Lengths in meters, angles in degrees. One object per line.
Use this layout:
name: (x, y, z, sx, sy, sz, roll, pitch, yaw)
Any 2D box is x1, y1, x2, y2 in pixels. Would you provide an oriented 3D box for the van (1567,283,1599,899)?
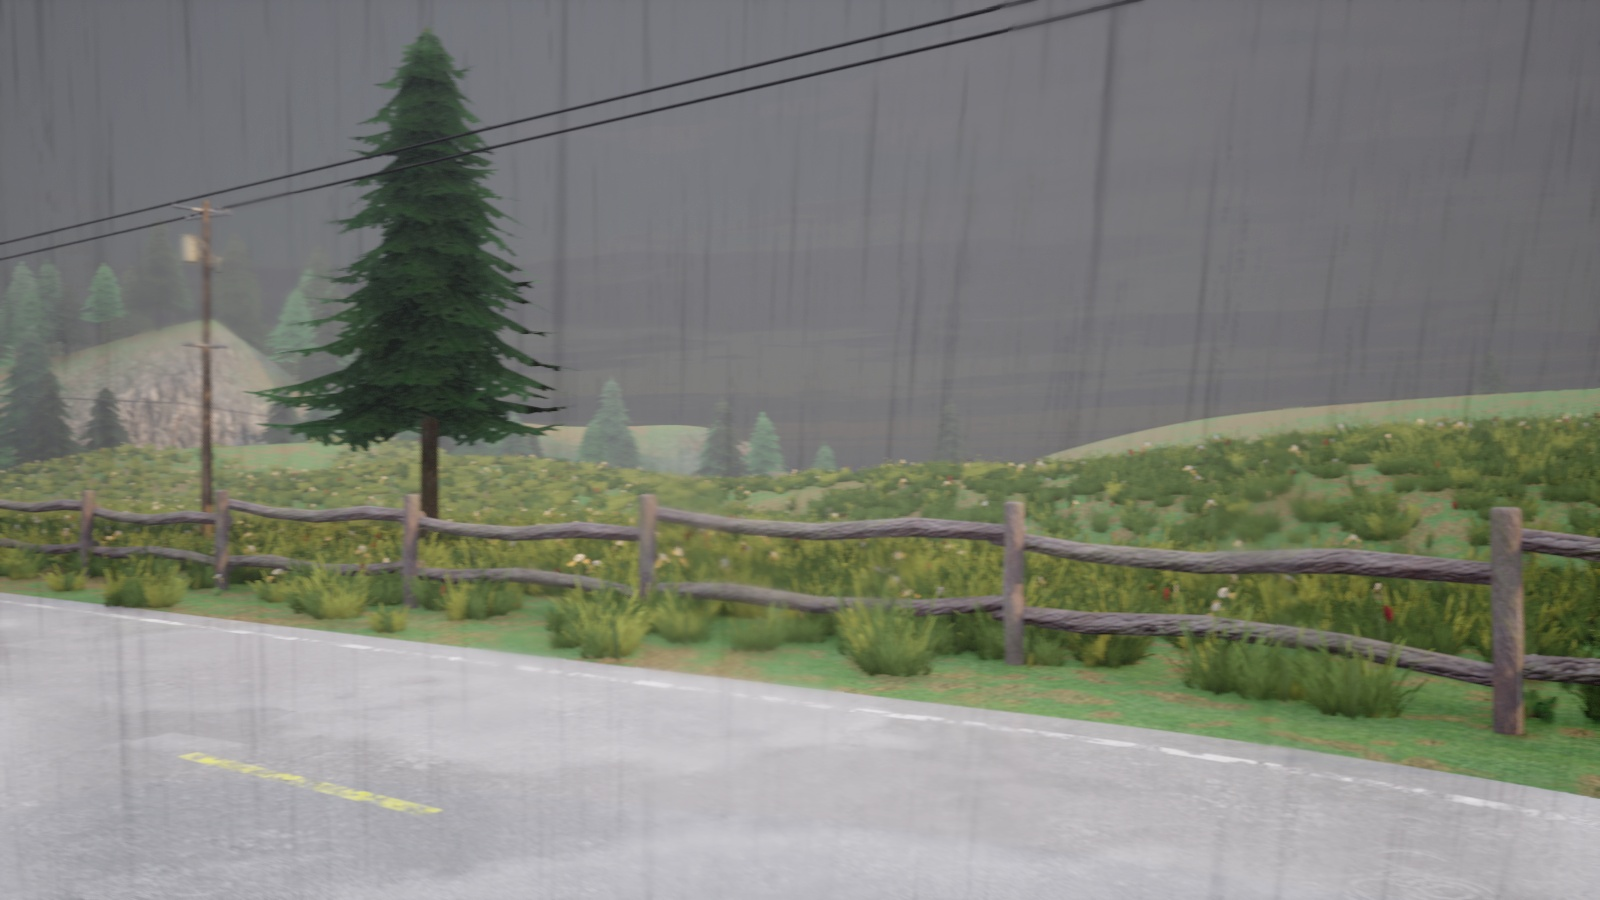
van: (3.479, 0.527, 1.506, 2.069, 2.038, 4.480, 1, -1, -6)
